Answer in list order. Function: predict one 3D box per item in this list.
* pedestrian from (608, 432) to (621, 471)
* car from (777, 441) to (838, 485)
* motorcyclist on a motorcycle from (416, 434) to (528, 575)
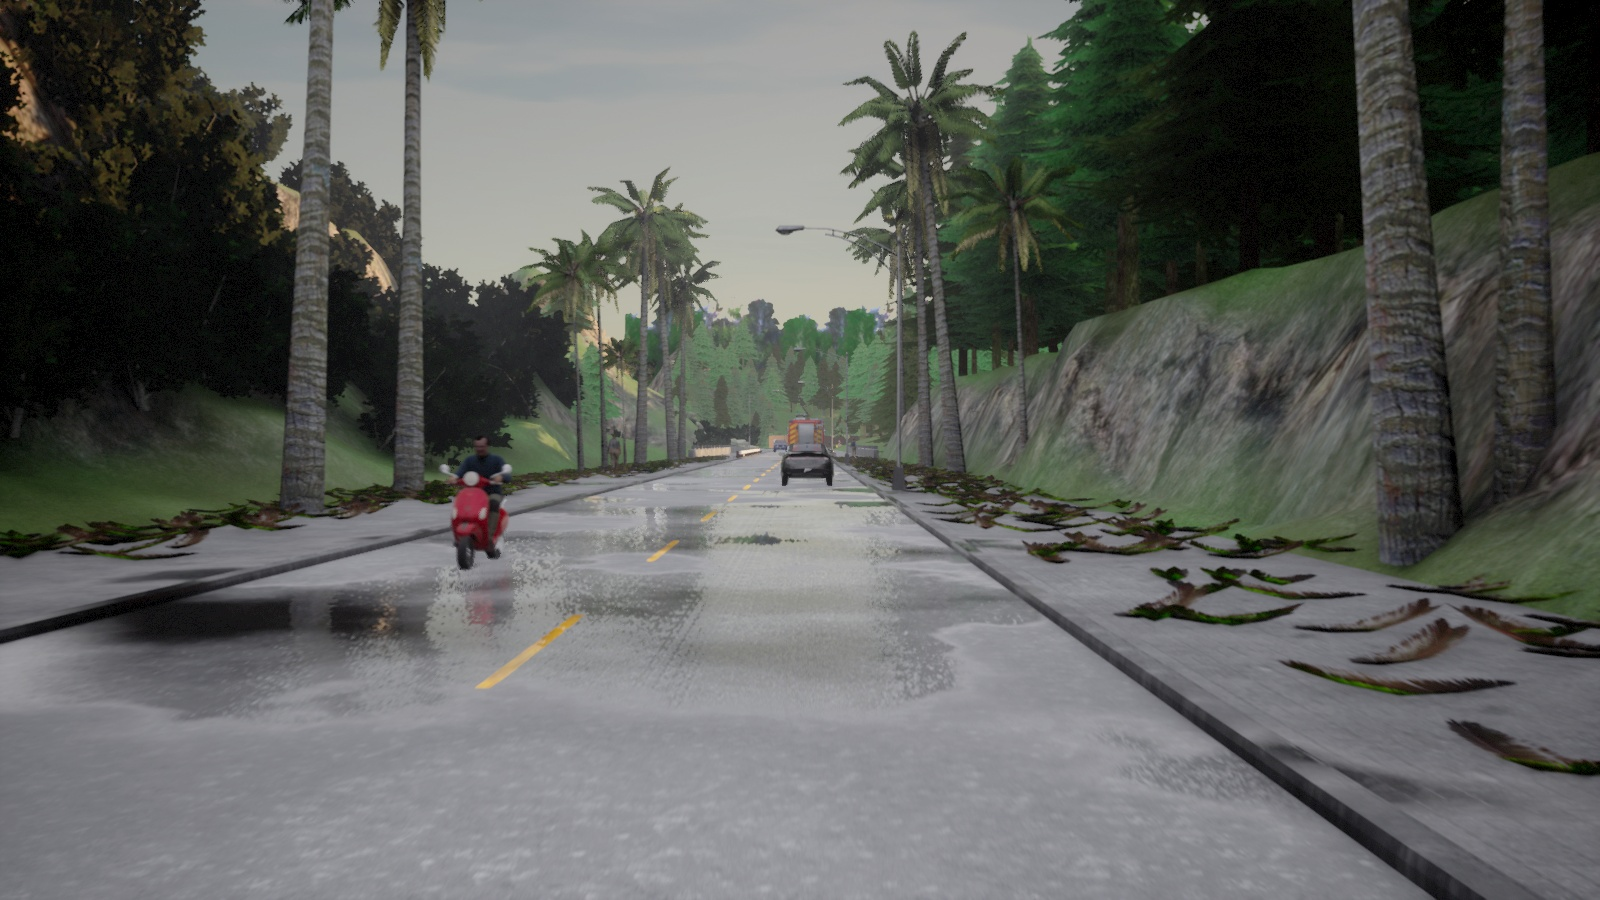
[{"bbox_3d":[-8.877,0.059,60.101,0.540,1.848,0.694,0,0,1],"label":"pedestrian"},{"bbox_3d":[0.265,0.444,45.973,2.128,1.511,4.902,0,0,0],"label":"car"},{"bbox_3d":[-3.902,0.611,15.109,0.866,1.590,1.817,0,0,0],"label":"motorcyclist on a motorcycle"}]
